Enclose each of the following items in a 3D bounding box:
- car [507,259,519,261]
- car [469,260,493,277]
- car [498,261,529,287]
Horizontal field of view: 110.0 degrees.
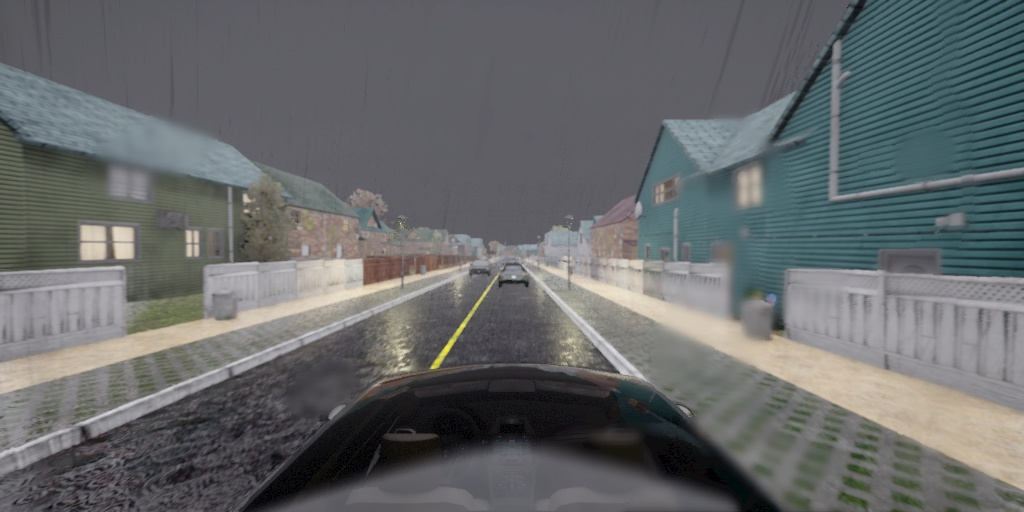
[{"bbox_3d":[0.093,1.065,39.262,2.128,1.511,4.902,0,0,0],"label":"car"},{"bbox_3d":[-2.853,1.076,33.468,1.882,1.535,5.008,0,0,0],"label":"car"},{"bbox_3d":[0.099,1.210,23.511,1.994,1.385,4.181,0,0,0],"label":"car"}]
